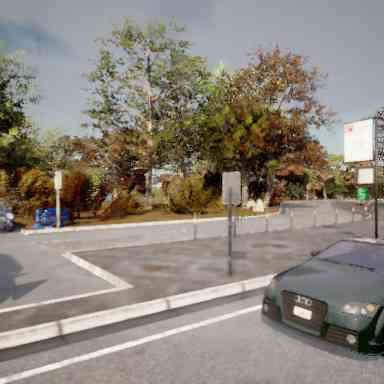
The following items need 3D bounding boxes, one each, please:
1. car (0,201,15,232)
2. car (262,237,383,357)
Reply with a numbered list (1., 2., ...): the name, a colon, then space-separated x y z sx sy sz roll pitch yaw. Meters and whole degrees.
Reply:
1. car: -11.355 1.267 18.641 2.185 1.767 4.553 1 0 -36
2. car: 3.223 1.560 5.971 4.181 1.385 1.994 0 0 -35
